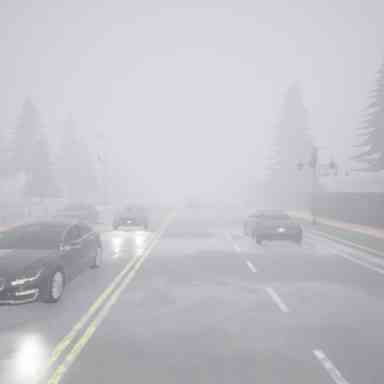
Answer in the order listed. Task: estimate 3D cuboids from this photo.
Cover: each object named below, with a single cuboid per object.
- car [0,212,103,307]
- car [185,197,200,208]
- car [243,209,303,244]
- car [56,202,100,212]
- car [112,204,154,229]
[{"bbox_3d":[-3.573,1.464,8.125,1.837,1.490,4.892,0,0,0],"label":"car"},{"bbox_3d":[0.108,1.343,44.529,1.994,1.385,4.181,0,0,0],"label":"car"},{"bbox_3d":[3.603,1.487,15.435,1.994,1.385,4.181,0,0,0],"label":"car"},{"bbox_3d":[-6.998,1.415,20.444,1.837,1.490,4.892,0,0,0],"label":"car"},{"bbox_3d":[-3.499,1.465,20.429,1.994,1.385,4.181,0,0,0],"label":"car"}]
